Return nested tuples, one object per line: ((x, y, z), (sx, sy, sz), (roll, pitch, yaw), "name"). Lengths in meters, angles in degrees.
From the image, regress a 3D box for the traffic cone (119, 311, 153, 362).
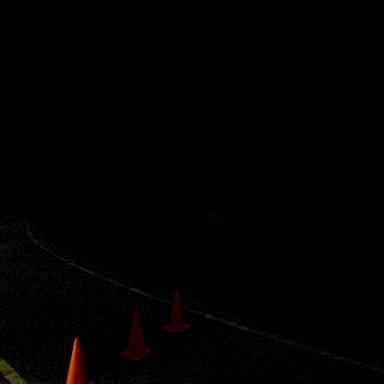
((-0.770, 1.938, 4.597), (0.340, 0.580, 0.340), (1, 1, 32), "traffic cone")

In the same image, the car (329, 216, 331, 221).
((35.643, 6.631, 82.726), (1.851, 1.617, 3.988), (-4, -3, 4), "car")

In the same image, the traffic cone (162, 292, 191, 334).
((-0.250, 1.931, 5.447), (0.340, 0.580, 0.340), (1, 1, 31), "traffic cone")

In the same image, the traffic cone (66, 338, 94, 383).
((-1.289, 1.945, 3.746), (0.340, 0.580, 0.340), (1, 1, 31), "traffic cone")
